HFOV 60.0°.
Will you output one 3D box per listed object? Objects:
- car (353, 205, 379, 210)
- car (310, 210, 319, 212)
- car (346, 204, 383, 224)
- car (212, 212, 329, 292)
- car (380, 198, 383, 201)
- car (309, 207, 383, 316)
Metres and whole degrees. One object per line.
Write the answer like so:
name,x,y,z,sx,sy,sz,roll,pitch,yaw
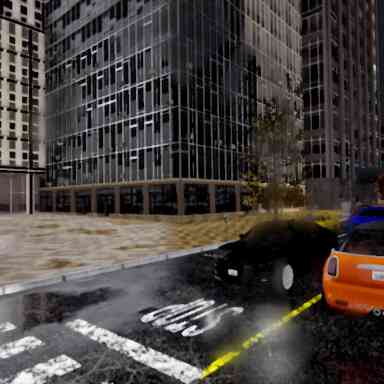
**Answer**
car,9.822,1.541,17.858,1.882,1.535,5.008,-2,-1,41
car,6.529,1.660,17.998,1.752,1.417,4.829,-1,-1,41
car,13.919,1.699,26.533,1.802,1.307,4.206,-1,-1,41
car,2.560,1.558,9.472,1.882,1.535,5.008,-2,-1,41
car,42.975,1.595,77.775,4.507,1.381,1.887,-1,-2,40
car,4.409,1.352,6.877,2.097,1.767,4.553,-2,-1,41
